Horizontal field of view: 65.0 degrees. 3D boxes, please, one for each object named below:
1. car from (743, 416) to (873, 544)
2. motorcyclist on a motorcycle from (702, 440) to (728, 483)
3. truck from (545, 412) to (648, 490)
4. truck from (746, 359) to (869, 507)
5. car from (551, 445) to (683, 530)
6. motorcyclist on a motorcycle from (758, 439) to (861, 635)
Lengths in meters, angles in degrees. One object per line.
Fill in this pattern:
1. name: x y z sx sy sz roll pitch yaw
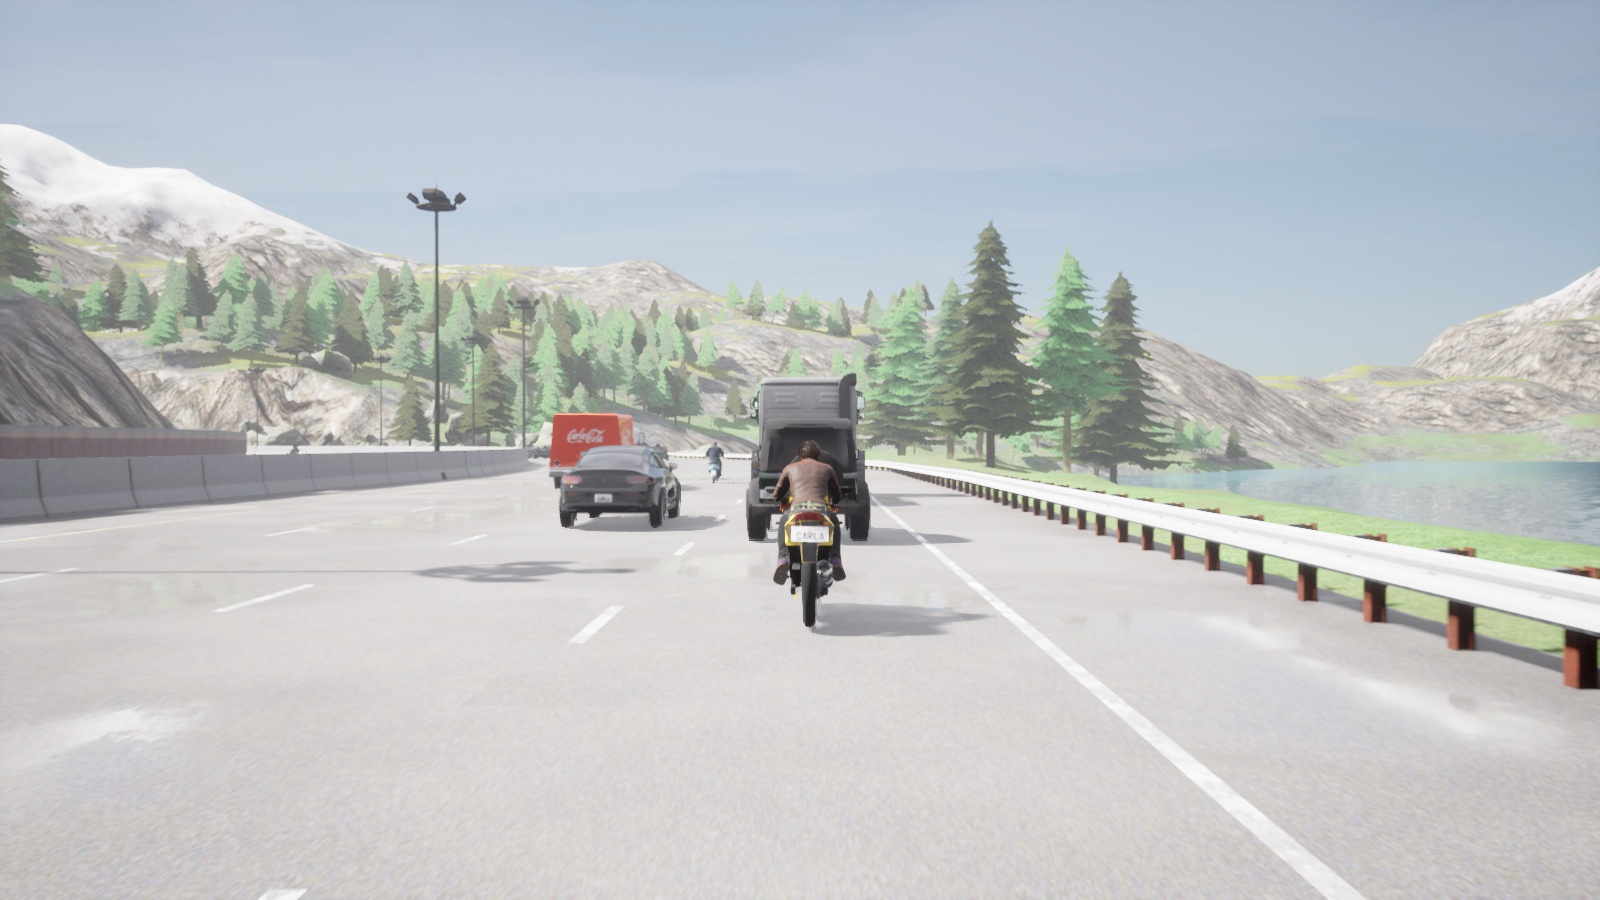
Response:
1. car: 0.130 0.428 20.342 1.905 1.878 3.866 0 0 0
2. motorcyclist on a motorcycle: -3.215 0.429 47.714 0.866 1.590 1.817 0 0 0
3. truck: -6.746 0.017 42.286 2.627 2.467 5.204 0 0 0
4. truck: 0.204 -0.423 33.422 2.891 3.462 7.936 0 0 0
5. car: -3.350 0.635 23.833 1.812 1.442 4.674 0 0 0
6. motorcyclist on a motorcycle: 0.076 0.668 10.744 0.797 1.523 2.044 0 0 0
